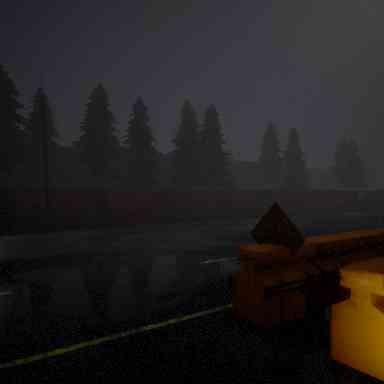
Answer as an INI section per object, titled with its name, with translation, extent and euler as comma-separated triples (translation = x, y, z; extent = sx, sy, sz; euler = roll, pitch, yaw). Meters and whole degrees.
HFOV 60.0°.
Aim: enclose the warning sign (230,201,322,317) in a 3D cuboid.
[warning sign]
translation = 1.550, 1.114, 6.265
extent = 1.060, 1.860, 1.300
euler = 0, 0, -35
